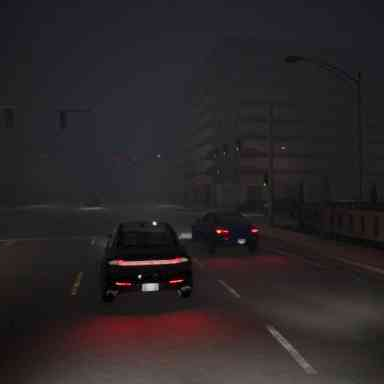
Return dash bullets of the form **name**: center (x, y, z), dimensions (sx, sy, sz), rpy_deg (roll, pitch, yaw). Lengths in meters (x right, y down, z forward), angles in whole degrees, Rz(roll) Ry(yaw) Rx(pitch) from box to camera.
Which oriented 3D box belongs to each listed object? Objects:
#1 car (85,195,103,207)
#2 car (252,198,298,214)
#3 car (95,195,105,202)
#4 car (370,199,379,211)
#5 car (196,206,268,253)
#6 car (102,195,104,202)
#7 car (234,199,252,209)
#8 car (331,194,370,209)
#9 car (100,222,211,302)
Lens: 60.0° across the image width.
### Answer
- **car**: center (-14.661, 1.563, 49.459), dimensions (1.994, 1.385, 4.181), rpy_deg (0, 0, -13)
- **car**: center (9.099, 1.407, 34.591), dimensions (4.553, 1.767, 2.097), rpy_deg (0, 0, -14)
- **car**: center (-20.571, 1.476, 74.328), dimensions (1.882, 1.535, 5.008), rpy_deg (0, 0, -14)
- **car**: center (23.388, 1.580, 38.101), dimensions (4.674, 1.442, 1.812), rpy_deg (0, 0, -14)
- **car**: center (1.242, 1.525, 13.757), dimensions (1.812, 1.442, 4.674), rpy_deg (0, 0, -12)
- **car**: center (-17.179, 1.525, 60.003), dimensions (1.812, 1.442, 4.674), rpy_deg (0, 0, -13)
- **car**: center (7.064, 1.559, 37.692), dimensions (4.892, 1.490, 1.837), rpy_deg (0, 0, -14)
- **car**: center (19.751, 1.277, 40.814), dimensions (5.566, 2.045, 2.150), rpy_deg (0, 0, -14)
- **car**: center (-1.212, 1.491, 8.335), dimensions (2.128, 1.511, 4.902), rpy_deg (0, 0, -11)
